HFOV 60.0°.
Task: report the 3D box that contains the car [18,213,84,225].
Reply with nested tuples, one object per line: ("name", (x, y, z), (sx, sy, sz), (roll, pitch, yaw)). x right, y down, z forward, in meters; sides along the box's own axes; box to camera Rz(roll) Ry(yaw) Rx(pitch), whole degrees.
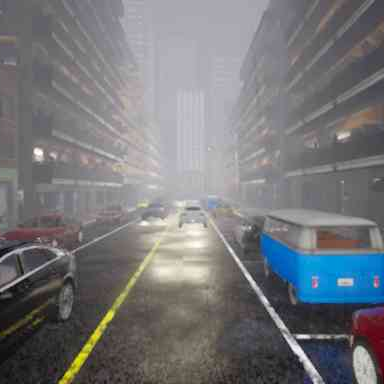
("car", (-5.694, 1.554, 13.212), (1.887, 1.381, 4.507), (0, 0, 0))

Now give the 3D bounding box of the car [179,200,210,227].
("car", (0.076, 1.543, 22.861), (1.812, 1.442, 4.674), (0, 0, 0))

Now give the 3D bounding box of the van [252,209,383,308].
("van", (2.684, 1.347, 7.673), (1.690, 1.788, 3.998), (0, 0, 0))

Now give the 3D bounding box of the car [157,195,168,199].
("car", (-5.682, 1.621, 57.399), (1.947, 1.339, 4.313), (0, 0, 0))

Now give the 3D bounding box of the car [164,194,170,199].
("car", (-5.680, 1.606, 62.923), (1.887, 1.381, 4.507), (0, 0, 0))

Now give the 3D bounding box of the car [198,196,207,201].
("car", (2.706, 1.642, 85.001), (2.008, 1.369, 4.403), (-1, 0, 0))

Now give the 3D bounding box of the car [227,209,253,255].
("car", (2.687, 1.576, 13.197), (1.947, 1.339, 4.313), (0, 0, 0))

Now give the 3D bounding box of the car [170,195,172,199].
("car", (-5.679, 1.613, 68.446), (1.887, 1.381, 4.507), (0, 0, 0))

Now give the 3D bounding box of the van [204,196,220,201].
("van", (2.692, 1.377, 40.815), (1.690, 1.788, 3.998), (-1, 0, 0))

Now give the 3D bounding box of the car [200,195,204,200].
("car", (2.700, 1.613, 62.907), (2.008, 1.369, 4.403), (-1, 0, 0))

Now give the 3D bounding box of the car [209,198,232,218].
("car", (2.691, 1.550, 29.937), (1.752, 1.417, 4.829), (0, 0, 0))

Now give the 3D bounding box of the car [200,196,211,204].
("car", (2.702, 1.620, 68.430), (2.008, 1.369, 4.403), (-1, 0, 0))

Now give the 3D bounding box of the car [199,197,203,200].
("car", (0.110, 1.640, 43.389), (1.895, 1.301, 4.718), (0, 0, 0))

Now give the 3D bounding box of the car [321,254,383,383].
("car", (2.684, 1.547, 2.150), (1.887, 1.381, 4.507), (0, 0, 0))

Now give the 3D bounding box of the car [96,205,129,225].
("car", (-5.691, 1.601, 24.258), (1.802, 1.307, 4.206), (0, 0, 0))

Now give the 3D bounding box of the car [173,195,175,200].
("car", (-5.677, 1.523, 79.493), (1.967, 1.590, 4.097), (-1, 0, 0))

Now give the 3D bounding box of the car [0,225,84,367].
("car", (-3.089, 1.494, 4.421), (2.128, 1.511, 4.902), (0, 0, 0))

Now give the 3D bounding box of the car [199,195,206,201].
("car", (2.708, 1.625, 90.695), (1.752, 1.417, 4.829), (-1, 0, 0))

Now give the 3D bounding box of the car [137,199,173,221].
("car", (-3.033, 1.570, 28.027), (2.033, 1.411, 5.357), (0, 0, 1))
